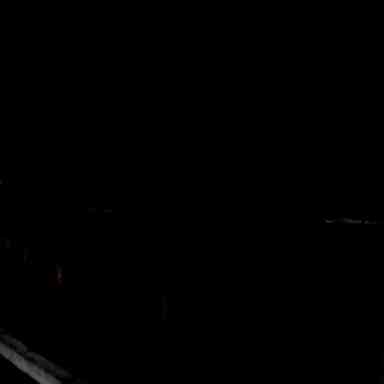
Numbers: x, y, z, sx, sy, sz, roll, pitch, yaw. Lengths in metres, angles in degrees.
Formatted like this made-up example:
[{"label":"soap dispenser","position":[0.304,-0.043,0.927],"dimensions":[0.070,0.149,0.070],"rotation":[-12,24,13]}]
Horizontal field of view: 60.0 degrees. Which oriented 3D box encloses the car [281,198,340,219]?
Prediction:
[{"label":"car","position":[9.208,1.221,26.153],"dimensions":[1.882,1.535,5.008],"rotation":[1,0,-26]}]
